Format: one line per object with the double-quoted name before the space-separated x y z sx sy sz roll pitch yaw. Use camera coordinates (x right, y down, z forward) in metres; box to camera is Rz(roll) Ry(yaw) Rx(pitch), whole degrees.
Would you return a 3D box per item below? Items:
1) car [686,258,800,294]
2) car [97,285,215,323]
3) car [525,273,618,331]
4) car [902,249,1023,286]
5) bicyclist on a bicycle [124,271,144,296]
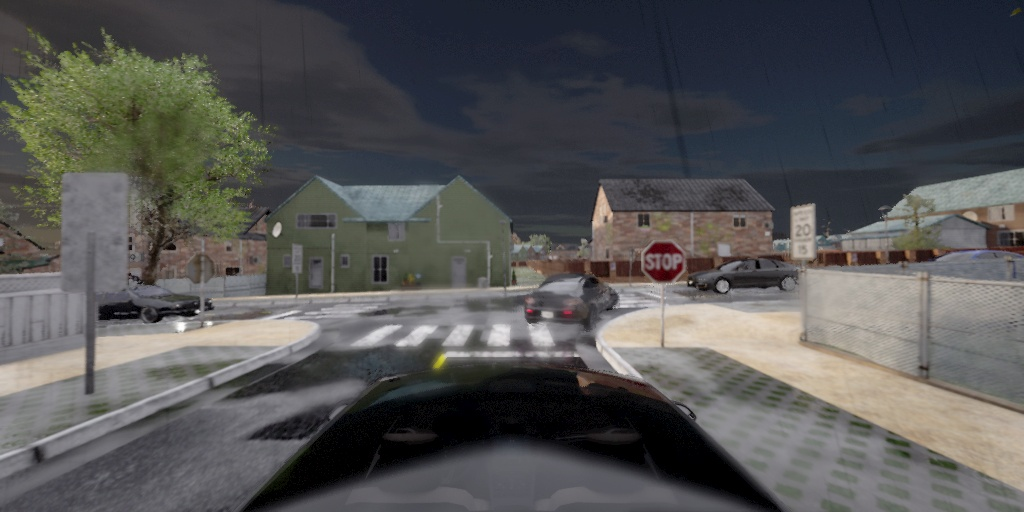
"car" 10.669 0.891 16.572 4.892 1.490 1.837 -2 -1 0
"car" -14.727 1.839 13.823 5.357 1.411 2.033 -2 -1 0
"car" 1.947 1.252 11.267 1.812 1.442 4.674 -2 2 27
"car" 21.000 0.490 16.489 5.008 1.535 1.882 -2 -1 0
"bicyclist on a bicycle" -20.822 1.657 19.706 0.582 1.620 1.656 0 2 0
